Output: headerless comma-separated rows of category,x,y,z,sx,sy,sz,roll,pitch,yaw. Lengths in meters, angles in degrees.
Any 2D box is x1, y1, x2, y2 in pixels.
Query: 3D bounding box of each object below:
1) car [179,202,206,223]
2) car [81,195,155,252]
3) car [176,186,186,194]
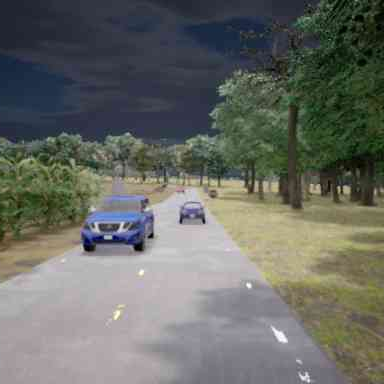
car,0.037,1.427,24.584,1.812,1.442,4.674,0,0,0
car,-2.855,1.170,14.089,2.150,2.045,5.566,0,0,0
car,-2.880,-0.544,87.240,2.150,2.045,5.566,0,2,0
